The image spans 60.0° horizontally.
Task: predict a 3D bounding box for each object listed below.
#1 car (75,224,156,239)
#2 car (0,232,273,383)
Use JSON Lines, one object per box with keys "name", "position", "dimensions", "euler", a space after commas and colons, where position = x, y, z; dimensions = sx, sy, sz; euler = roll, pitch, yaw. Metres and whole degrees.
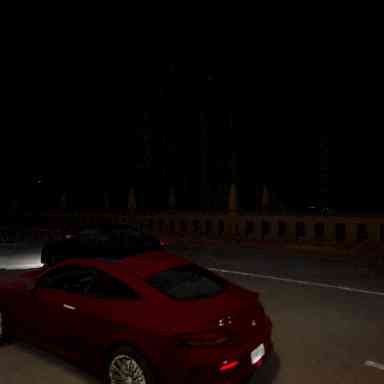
{"name": "car", "position": [-2.815, 1.694, 10.298], "dimensions": [4.181, 1.385, 1.994], "euler": [-2, -1, 35]}
{"name": "car", "position": [-1.183, 1.554, 4.835], "dimensions": [4.674, 1.442, 1.812], "euler": [-1, -1, 35]}
